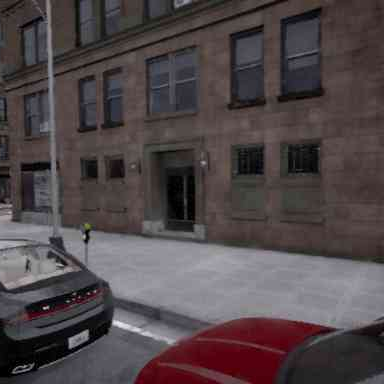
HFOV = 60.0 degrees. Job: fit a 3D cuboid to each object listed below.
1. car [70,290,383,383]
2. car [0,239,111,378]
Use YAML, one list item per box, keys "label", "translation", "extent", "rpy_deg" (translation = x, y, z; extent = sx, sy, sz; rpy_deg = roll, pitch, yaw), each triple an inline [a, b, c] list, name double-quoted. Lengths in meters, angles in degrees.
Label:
- label: "car"
  translation: [1.606, 1.435, 1.745]
  extent: [4.507, 1.381, 1.887]
  rpy_deg: [0, 3, 35]
- label: "car"
  translation: [-3.072, 1.403, 4.970]
  extent: [4.403, 1.369, 2.008]
  rpy_deg: [0, 3, 35]
